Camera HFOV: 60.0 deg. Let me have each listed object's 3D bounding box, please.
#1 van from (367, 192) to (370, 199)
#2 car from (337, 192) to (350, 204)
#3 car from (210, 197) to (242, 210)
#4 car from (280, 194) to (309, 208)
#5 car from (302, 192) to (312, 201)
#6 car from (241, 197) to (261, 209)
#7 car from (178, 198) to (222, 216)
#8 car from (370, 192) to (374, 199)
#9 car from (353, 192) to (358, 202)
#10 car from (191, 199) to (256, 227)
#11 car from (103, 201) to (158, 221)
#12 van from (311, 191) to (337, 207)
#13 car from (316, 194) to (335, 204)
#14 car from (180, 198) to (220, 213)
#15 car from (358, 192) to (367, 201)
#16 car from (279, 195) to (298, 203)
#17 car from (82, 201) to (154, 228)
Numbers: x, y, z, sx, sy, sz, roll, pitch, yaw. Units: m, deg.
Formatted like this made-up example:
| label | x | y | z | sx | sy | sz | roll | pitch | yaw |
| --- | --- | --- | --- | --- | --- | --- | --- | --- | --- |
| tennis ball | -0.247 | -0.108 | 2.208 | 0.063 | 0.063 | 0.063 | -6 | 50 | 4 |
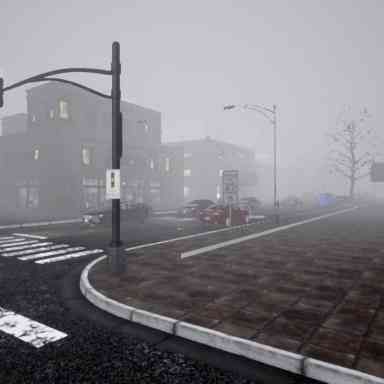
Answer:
| label | x | y | z | sx | sy | sz | roll | pitch | yaw |
| --- | --- | --- | --- | --- | --- | --- | --- | --- | --- |
| van | 36.020 | 0.805 | 70.490 | 1.690 | 1.788 | 3.998 | 0 | 1 | 35 |
| car | 23.467 | 1.173 | 52.297 | 1.947 | 1.339 | 4.313 | 0 | 1 | 35 |
| car | 4.016 | 1.333 | 38.862 | 1.947 | 1.339 | 4.313 | 0 | 1 | 35 |
| car | 12.458 | 1.315 | 40.913 | 1.895 | 1.301 | 4.718 | 0 | 0 | 35 |
| car | 22.845 | 0.862 | 66.152 | 2.192 | 1.841 | 5.009 | 0 | 1 | 35 |
| car | 6.263 | 1.287 | 37.556 | 1.812 | 1.442 | 4.674 | 0 | 0 | 35 |
| car | 0.701 | 1.353 | 29.499 | 1.812 | 1.442 | 4.674 | 0 | 0 | 35 |
| car | 39.158 | 0.973 | 75.040 | 1.887 | 1.381 | 4.507 | 0 | 1 | 35 |
| car | 26.605 | 1.116 | 56.846 | 1.887 | 1.381 | 4.507 | 0 | 1 | 35 |
| car | 2.175 | 1.403 | 21.436 | 1.887 | 1.381 | 4.507 | 0 | 1 | 35 |
| car | -4.723 | 1.452 | 26.195 | 1.802 | 1.307 | 4.206 | 0 | 1 | 35 |
| van | 17.191 | 1.021 | 43.198 | 1.690 | 1.788 | 3.998 | 0 | 1 | 35 |
| car | 22.147 | 1.079 | 54.971 | 1.882 | 1.535 | 5.008 | 0 | 0 | 34 |
| car | 0.878 | 1.355 | 34.314 | 2.008 | 1.369 | 4.403 | 0 | 1 | 35 |
| car | 32.882 | 0.939 | 65.942 | 1.967 | 1.590 | 4.097 | 0 | 1 | 35 |
| car | 16.569 | 1.201 | 57.056 | 1.802 | 1.307 | 4.206 | 0 | 1 | 35 |
| car | -4.801 | 1.384 | 21.531 | 2.128 | 1.511 | 4.902 | 0 | 0 | 35 |
